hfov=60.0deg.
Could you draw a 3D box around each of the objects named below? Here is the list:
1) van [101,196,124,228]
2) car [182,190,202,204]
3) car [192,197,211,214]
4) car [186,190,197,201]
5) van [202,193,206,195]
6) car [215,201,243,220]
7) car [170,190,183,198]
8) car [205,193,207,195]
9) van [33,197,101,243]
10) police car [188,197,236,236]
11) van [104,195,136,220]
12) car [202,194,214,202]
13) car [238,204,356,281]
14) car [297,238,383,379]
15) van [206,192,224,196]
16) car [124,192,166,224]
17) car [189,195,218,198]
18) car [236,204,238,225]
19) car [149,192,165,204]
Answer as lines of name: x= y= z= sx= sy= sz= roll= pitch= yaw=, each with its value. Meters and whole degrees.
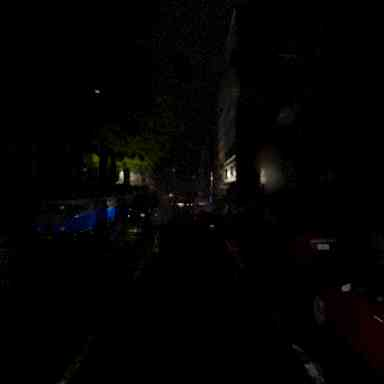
van: x=-5.677 y=1.212 z=20.894 sx=1.690 sy=1.788 sz=3.998 roll=0 pitch=0 yaw=0
car: x=-0.015 y=0.866 z=53.035 sx=2.150 sy=2.045 sz=5.566 roll=0 pitch=0 yaw=0
car: x=0.891 y=1.311 z=33.555 sx=1.812 sy=1.442 sz=4.674 roll=0 pitch=0 yaw=0
car: x=-0.019 y=0.713 z=68.140 sx=2.150 sy=2.045 sz=5.566 roll=0 pitch=0 yaw=0
van: x=2.840 y=0.972 z=54.883 sx=1.690 sy=1.788 sz=3.998 roll=0 pitch=0 yaw=0
car: x=2.848 y=1.415 z=26.583 sx=1.802 sy=1.307 sz=4.206 roll=0 pitch=0 yaw=0
car: x=-3.018 y=0.623 z=65.367 sx=2.097 sy=1.767 sz=4.553 roll=0 pitch=0 yaw=0
car: x=2.844 y=1.259 z=43.564 sx=1.887 sy=1.381 sz=4.507 roll=0 pitch=0 yaw=0
van: x=-5.675 y=1.249 z=15.237 sx=1.690 sy=1.788 sz=3.998 roll=0 pitch=0 yaw=0
police car: x=0.895 y=1.317 z=17.665 sx=1.930 sy=1.638 sz=5.238 roll=0 pitch=0 yaw=0
van: x=-5.678 y=1.175 z=26.552 sx=1.690 sy=1.788 sz=3.998 roll=0 pitch=0 yaw=0
car: x=2.839 y=1.153 z=60.545 sx=1.947 sy=1.339 sz=4.313 roll=0 pitch=0 yaw=0
car: x=2.851 y=1.257 z=9.601 sx=2.192 sy=1.841 sz=5.009 roll=0 pitch=0 yaw=0
car: x=2.854 y=1.558 z=3.942 sx=1.802 sy=1.307 sz=4.206 roll=0 pitch=0 yaw=0
van: x=2.844 y=1.096 z=37.902 sx=1.690 sy=1.788 sz=3.998 roll=0 pitch=0 yaw=0
car: x=-3.106 y=1.074 z=23.731 sx=2.150 sy=2.045 sz=5.566 roll=0 pitch=0 yaw=0
car: x=0.892 y=1.281 z=27.744 sx=1.801 sy=1.575 sz=5.366 roll=0 pitch=0 yaw=0
car: x=2.850 y=1.415 z=20.923 sx=1.887 sy=1.381 sz=4.507 roll=0 pitch=0 yaw=0
car: x=-5.684 y=0.946 z=54.841 sx=2.192 sy=1.841 sz=5.009 roll=0 pitch=0 yaw=0
